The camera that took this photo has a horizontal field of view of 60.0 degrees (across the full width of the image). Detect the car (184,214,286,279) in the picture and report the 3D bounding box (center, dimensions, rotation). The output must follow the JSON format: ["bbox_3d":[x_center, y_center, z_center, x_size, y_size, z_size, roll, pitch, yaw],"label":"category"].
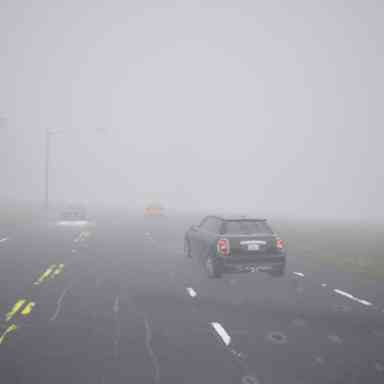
[{"bbox_3d":[1.132,1.479,10.718,2.097,1.767,4.553,1,-1,-13],"label":"car"}]

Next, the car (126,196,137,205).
[{"bbox_3d":[-13.838,2.203,77.918,1.882,1.535,5.008,1,-1,-13],"label":"car"}]

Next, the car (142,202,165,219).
[{"bbox_3d":[-3.856,1.778,33.112,1.882,1.535,5.008,1,-1,-13],"label":"car"}]

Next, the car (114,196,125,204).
[{"bbox_3d":[-18.532,2.234,82.894,2.128,1.511,4.902,1,-1,-13],"label":"car"}]

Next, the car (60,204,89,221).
[{"bbox_3d":[-10.061,1.732,28.804,1.994,1.385,4.181,1,-1,-12],"label":"car"}]
